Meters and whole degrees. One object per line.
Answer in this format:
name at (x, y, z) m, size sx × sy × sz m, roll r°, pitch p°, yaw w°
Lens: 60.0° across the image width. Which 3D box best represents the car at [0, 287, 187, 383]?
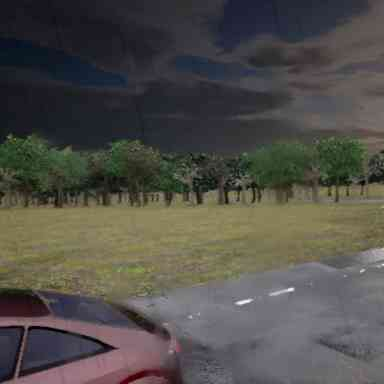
car at (-2.084, 1.564, 2.504) m, size 4.181 × 1.385 × 1.994 m, roll 0°, pitch 0°, yaw -36°
